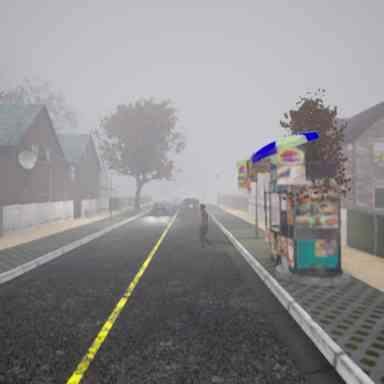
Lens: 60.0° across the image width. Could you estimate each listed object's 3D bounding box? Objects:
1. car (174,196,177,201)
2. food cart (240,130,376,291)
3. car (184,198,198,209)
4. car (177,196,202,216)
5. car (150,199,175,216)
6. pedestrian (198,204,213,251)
[{"bbox_3d":[-3.131,1.494,74.287,2.033,1.411,5.357,0,0,0],"label":"car"},{"bbox_3d":[2.932,0.448,9.763,2.280,3.560,4.660,-1,-1,0],"label":"food cart"},{"bbox_3d":[-0.153,1.522,45.752,1.837,1.490,4.892,0,0,0],"label":"car"},{"bbox_3d":[-0.076,1.334,31.905,2.097,1.767,4.553,0,0,0],"label":"car"},{"bbox_3d":[-3.019,1.586,33.037,1.895,1.301,4.718,0,0,0],"label":"car"},{"bbox_3d":[0.474,1.275,12.533,0.375,1.860,0.375,1,-1,-1],"label":"pedestrian"}]
